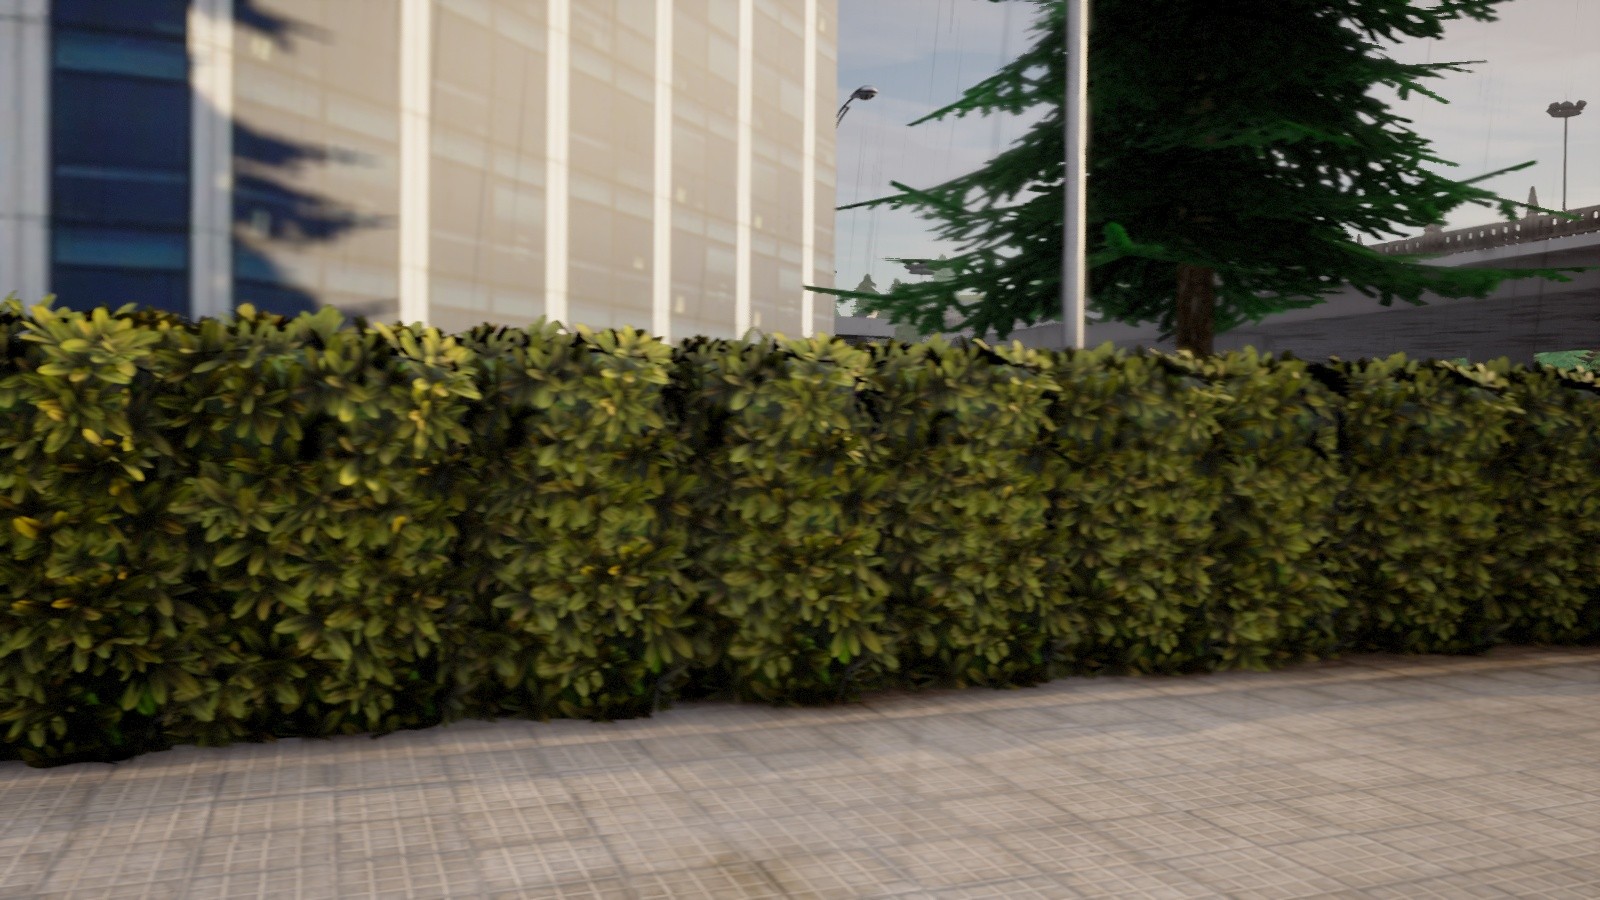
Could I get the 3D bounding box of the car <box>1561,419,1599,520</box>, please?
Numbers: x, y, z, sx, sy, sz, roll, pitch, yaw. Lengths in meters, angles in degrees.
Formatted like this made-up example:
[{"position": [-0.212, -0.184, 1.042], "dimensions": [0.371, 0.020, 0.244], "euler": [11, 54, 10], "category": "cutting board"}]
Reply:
[{"position": [13.000, 0.284, 17.392], "dimensions": [1.970, 1.475, 3.806], "euler": [-1, 1, -21], "category": "car"}]
